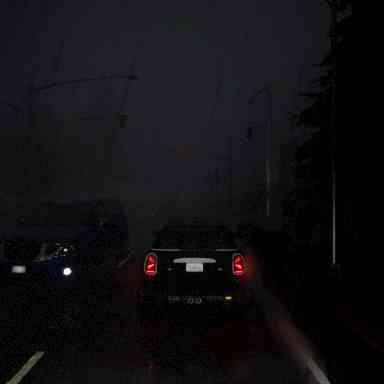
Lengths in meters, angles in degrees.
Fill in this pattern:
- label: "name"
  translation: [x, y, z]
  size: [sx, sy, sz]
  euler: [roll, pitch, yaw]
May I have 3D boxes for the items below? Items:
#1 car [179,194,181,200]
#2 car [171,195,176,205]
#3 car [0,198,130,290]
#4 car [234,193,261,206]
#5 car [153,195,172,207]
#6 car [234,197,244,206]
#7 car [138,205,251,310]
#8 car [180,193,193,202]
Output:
- label: "car"
  translation: [-2.137, 1.158, 83.504]
  size: [2.097, 1.767, 4.553]
  euler: [0, 0, -13]
- label: "car"
  translation: [-4.059, 1.475, 52.754]
  size: [1.837, 1.490, 4.892]
  euler: [0, 0, 0]
- label: "car"
  translation: [-3.353, 1.221, 9.512]
  size: [2.150, 2.045, 5.566]
  euler: [0, 0, 4]
- label: "car"
  translation: [8.490, 1.146, 51.233]
  size: [3.866, 1.878, 1.905]
  euler: [0, 0, -1]
- label: "car"
  translation: [-3.998, 1.496, 43.580]
  size: [1.812, 1.442, 4.674]
  euler: [0, 0, 0]
- label: "car"
  translation: [8.902, 1.144, 48.722]
  size: [4.605, 1.855, 1.932]
  euler: [0, 0, -1]
- label: "car"
  translation: [0.070, 1.352, 8.006]
  size: [2.097, 1.767, 4.553]
  euler: [0, 0, 1]
- label: "car"
  translation: [-0.860, 1.555, 73.369]
  size: [1.895, 1.301, 4.718]
  euler: [0, 0, -7]
